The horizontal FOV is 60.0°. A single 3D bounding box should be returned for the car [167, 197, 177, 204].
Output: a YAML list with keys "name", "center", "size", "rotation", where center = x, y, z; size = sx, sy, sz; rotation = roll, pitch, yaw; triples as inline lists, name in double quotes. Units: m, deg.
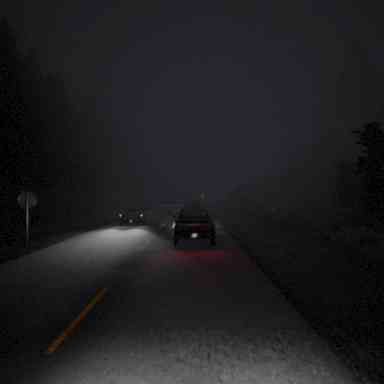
- name: "car"
  center: [-4.027, 1.735, 67.058]
  size: [2.033, 1.411, 5.357]
  rotation: [0, 0, 0]

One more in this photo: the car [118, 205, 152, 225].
- name: "car"
  center: [-4.108, 1.675, 24.578]
  size: [1.895, 1.301, 4.718]
  rotation: [0, 0, 0]

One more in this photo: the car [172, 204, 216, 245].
- name: "car"
  center: [0.094, 1.538, 15.702]
  size: [2.128, 1.511, 4.902]
  rotation: [0, 0, 0]

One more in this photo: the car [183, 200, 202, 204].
- name: "car"
  center: [0.084, 1.596, 35.606]
  size: [2.128, 1.511, 4.902]
  rotation: [0, 0, 0]
